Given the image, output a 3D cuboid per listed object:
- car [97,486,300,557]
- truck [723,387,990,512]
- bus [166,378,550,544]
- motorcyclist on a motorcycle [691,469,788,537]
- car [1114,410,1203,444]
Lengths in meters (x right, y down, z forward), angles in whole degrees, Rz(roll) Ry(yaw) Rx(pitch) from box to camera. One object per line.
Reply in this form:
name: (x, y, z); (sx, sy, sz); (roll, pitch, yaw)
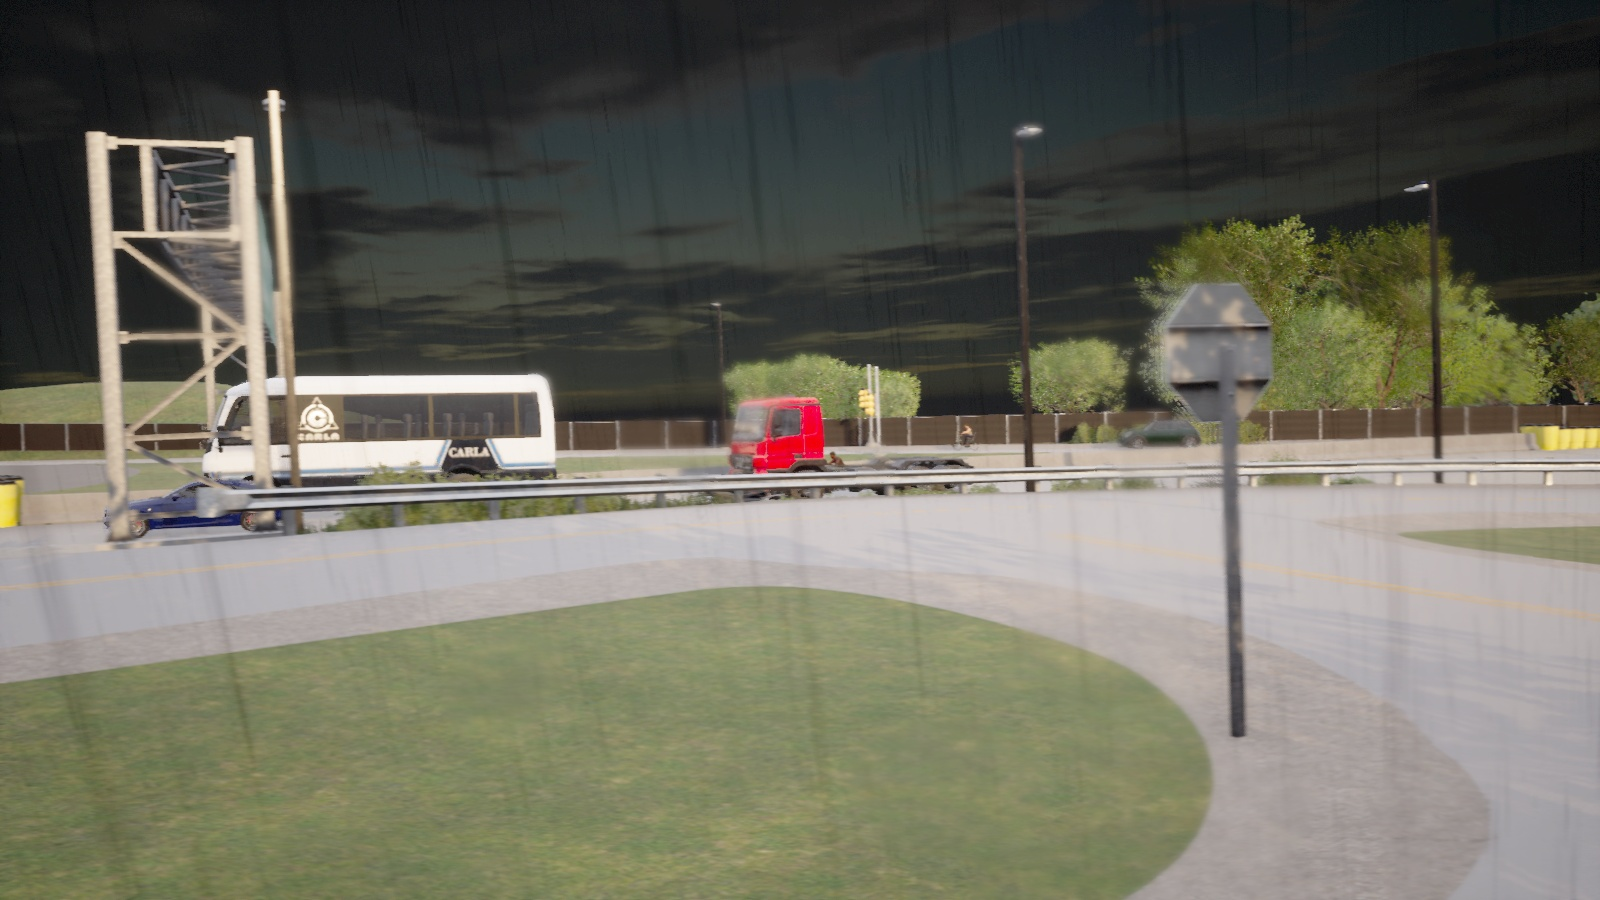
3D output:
car: (-15.783, 1.836, 33.256); (4.674, 1.442, 1.812); (-3, 2, -22)
truck: (1.829, -0.106, 40.223); (7.936, 3.462, 2.891); (-3, 2, -22)
bus: (-13.168, 0.184, 38.039); (10.273, 4.253, 3.944); (-3, 2, -22)
motorcyclist on a motorcycle: (-1.505, 1.299, 31.386); (2.191, 1.530, 0.866); (-3, 2, -22)
car: (20.658, -1.352, 72.461); (4.553, 1.767, 2.097); (-2, 2, 4)
